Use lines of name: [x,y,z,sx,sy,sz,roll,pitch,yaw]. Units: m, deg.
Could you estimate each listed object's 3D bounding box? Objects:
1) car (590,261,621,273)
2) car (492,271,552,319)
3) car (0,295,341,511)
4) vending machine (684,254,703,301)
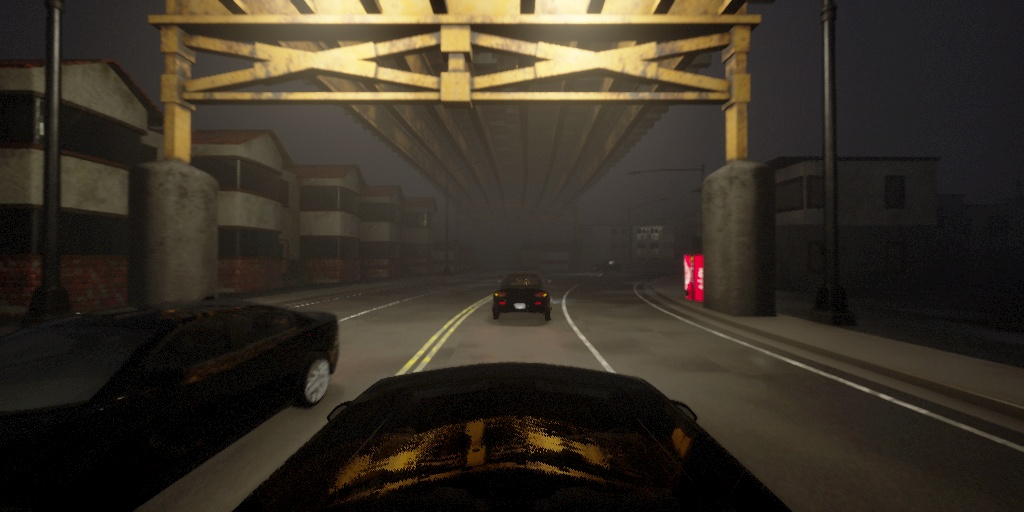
car: [11.430,1.294,43.623,4.902,1.511,2.128,1,-1,-43]
car: [0.414,1.265,12.617,1.812,1.442,4.674,0,0,5]
car: [-3.540,1.226,3.357,1.882,1.535,5.008,0,0,1]
vending machine: [7.921,0.916,15.166,1.100,2.100,0.880,0,0,10]
